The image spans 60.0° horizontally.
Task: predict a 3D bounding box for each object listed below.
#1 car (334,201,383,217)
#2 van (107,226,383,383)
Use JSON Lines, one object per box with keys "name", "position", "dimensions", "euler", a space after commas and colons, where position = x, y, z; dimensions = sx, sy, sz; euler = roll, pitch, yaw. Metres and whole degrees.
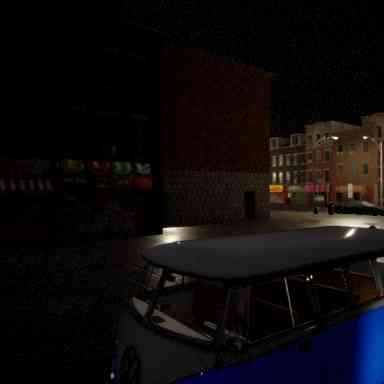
{"name": "car", "position": [15.866, 1.552, 31.431], "dimensions": [2.033, 1.411, 5.357], "euler": [0, 0, -35]}
{"name": "van", "position": [1.124, 1.341, 3.624], "dimensions": [3.998, 1.788, 1.690], "euler": [0, 0, -36]}
